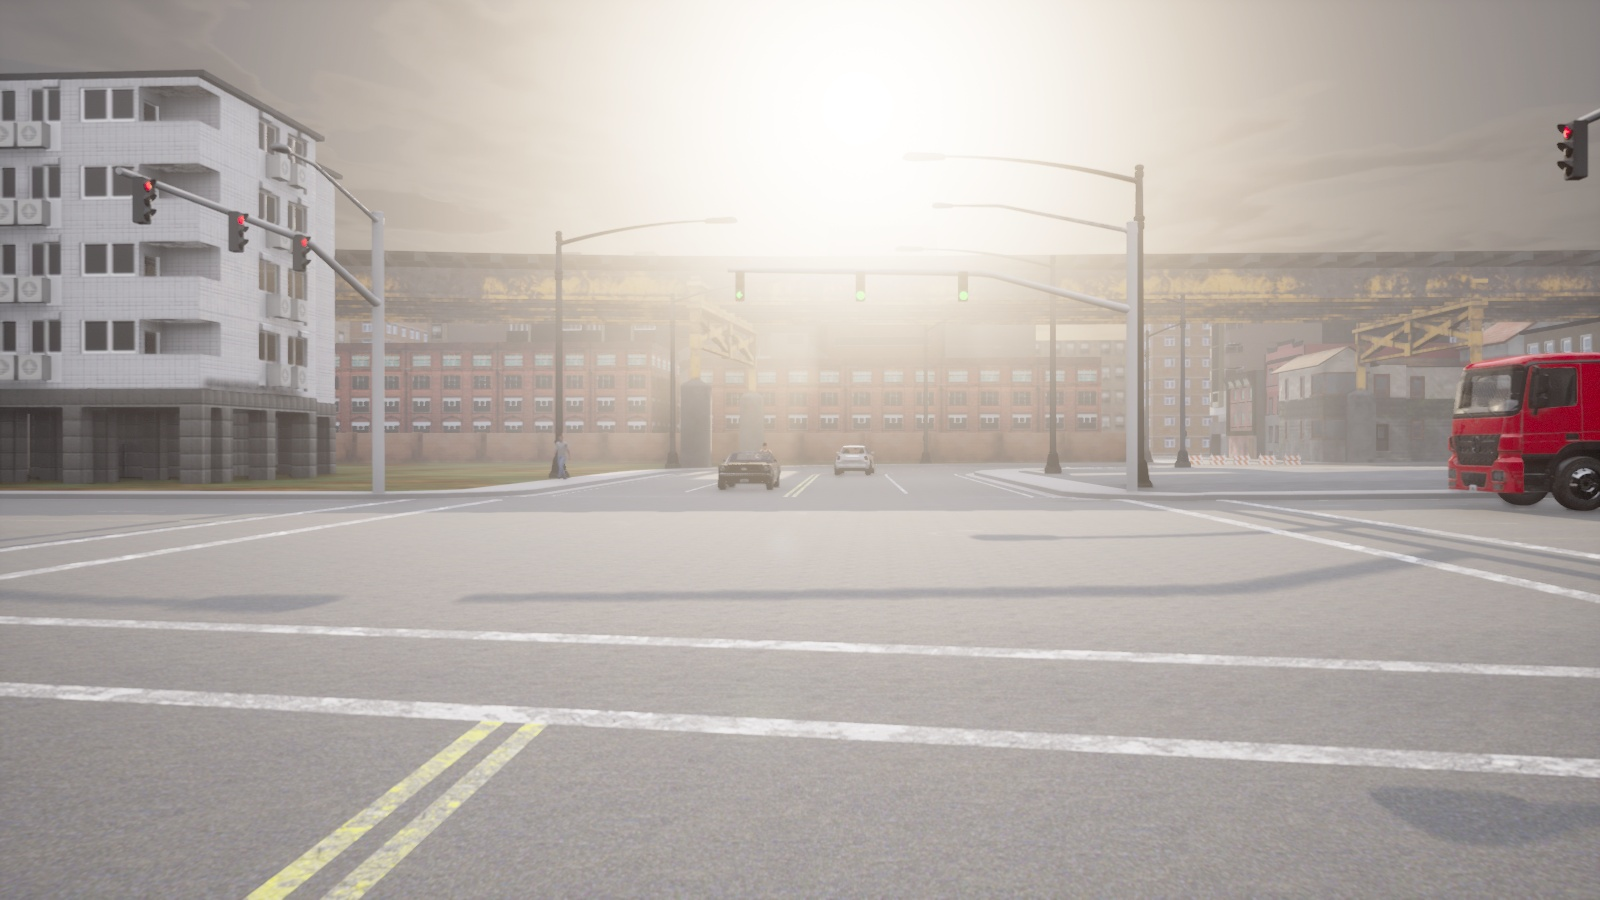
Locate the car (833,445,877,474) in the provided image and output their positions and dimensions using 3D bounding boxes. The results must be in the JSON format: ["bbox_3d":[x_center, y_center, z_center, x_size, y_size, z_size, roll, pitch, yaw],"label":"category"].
[{"bbox_3d":[2.861,0.479,64.944,1.970,1.475,3.806,0,0,7],"label":"car"}]

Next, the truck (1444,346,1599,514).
[{"bbox_3d":[18.811,-0.453,27.439,7.936,3.462,2.891,-1,0,3],"label":"truck"}]

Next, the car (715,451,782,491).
[{"bbox_3d":[-1.743,0.686,43.867,1.895,1.301,4.718,0,0,3],"label":"car"}]

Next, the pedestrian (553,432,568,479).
[{"bbox_3d":[-9.351,0.216,49.084,0.354,1.836,0.706,0,0,9],"label":"pedestrian"}]
